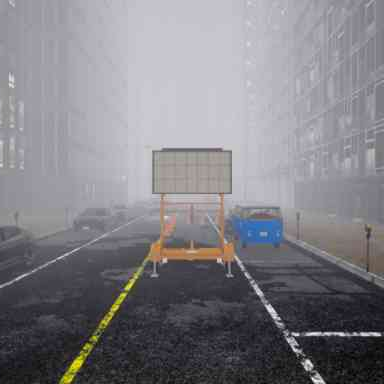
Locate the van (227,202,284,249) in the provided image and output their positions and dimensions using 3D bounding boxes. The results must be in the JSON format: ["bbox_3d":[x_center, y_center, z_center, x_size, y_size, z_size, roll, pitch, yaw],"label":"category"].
[{"bbox_3d":[2.690,1.338,14.337,1.690,1.788,3.998,0,0,0],"label":"van"}]

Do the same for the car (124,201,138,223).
[{"bbox_3d":[-5.685,1.539,25.734,1.887,1.381,4.507,0,0,0],"label":"car"}]

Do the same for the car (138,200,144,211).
[{"bbox_3d":[-5.680,1.571,37.128,1.802,1.307,4.206,0,0,0],"label":"car"}]

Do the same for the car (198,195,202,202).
[{"bbox_3d":[2.715,1.499,77.003,2.008,1.369,4.403,0,0,0],"label":"car"}]

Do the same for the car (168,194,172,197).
[{"bbox_3d":[-5.670,1.278,65.612,2.192,1.841,5.009,0,0,0],"label":"car"}]

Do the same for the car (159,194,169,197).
[{"bbox_3d":[-5.671,1.536,59.916,1.947,1.339,4.313,0,0,0],"label":"car"}]

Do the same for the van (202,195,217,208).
[{"bbox_3d":[2.704,1.322,48.518,1.690,1.788,3.998,0,0,0],"label":"van"}]

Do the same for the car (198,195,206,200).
[{"bbox_3d":[2.720,1.483,88.398,2.008,1.369,4.403,0,0,0],"label":"car"}]

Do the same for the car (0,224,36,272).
[{"bbox_3d":[-5.691,1.564,8.643,1.947,1.339,4.313,0,0,0],"label":"car"}]

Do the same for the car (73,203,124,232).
[{"bbox_3d":[-5.687,1.561,20.037,1.947,1.339,4.313,0,0,0],"label":"car"}]

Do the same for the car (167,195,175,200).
[{"bbox_3d":[-5.660,1.514,88.402,1.802,1.307,4.206,0,0,0],"label":"car"}]

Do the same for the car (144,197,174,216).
[{"bbox_3d":[-3.087,1.538,32.527,2.033,1.411,5.357,0,0,0],"label":"car"}]

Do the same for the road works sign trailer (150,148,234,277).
[{"bbox_3d":[0.004,0.462,10.223,2.380,3.560,2.880,0,0,0],"label":"road works sign trailer"}]

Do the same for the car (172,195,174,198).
[{"bbox_3d":[-5.666,1.264,77.007,2.192,1.841,5.009,0,0,0],"label":"car"}]

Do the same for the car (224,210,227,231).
[{"bbox_3d":[2.694,1.577,20.033,1.802,1.307,4.206,0,0,0],"label":"car"}]

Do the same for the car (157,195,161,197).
[{"bbox_3d":[-5.677,1.563,48.522,1.802,1.307,4.206,0,0,0],"label":"car"}]

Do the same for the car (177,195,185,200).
[{"bbox_3d":[-2.967,1.457,88.982,1.812,1.442,4.674,0,0,0],"label":"car"}]
